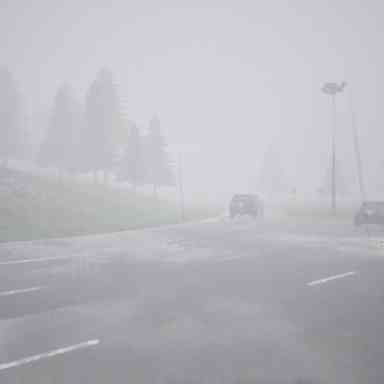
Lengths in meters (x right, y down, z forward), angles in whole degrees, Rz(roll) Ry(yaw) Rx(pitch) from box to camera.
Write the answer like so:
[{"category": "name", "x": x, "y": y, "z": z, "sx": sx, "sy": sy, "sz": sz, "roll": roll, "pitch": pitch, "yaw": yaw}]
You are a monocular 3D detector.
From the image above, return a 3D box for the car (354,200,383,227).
[{"category": "car", "x": 12.378, "y": 1.301, "z": 21.180, "sx": 4.553, "sy": 1.767, "sz": 2.097, "roll": 0, "pitch": 0, "yaw": -36}]

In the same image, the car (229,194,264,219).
[{"category": "car", "x": 4.749, "y": 1.176, "z": 28.514, "sx": 2.150, "sy": 2.045, "sz": 5.566, "roll": 0, "pitch": 0, "yaw": 20}]
